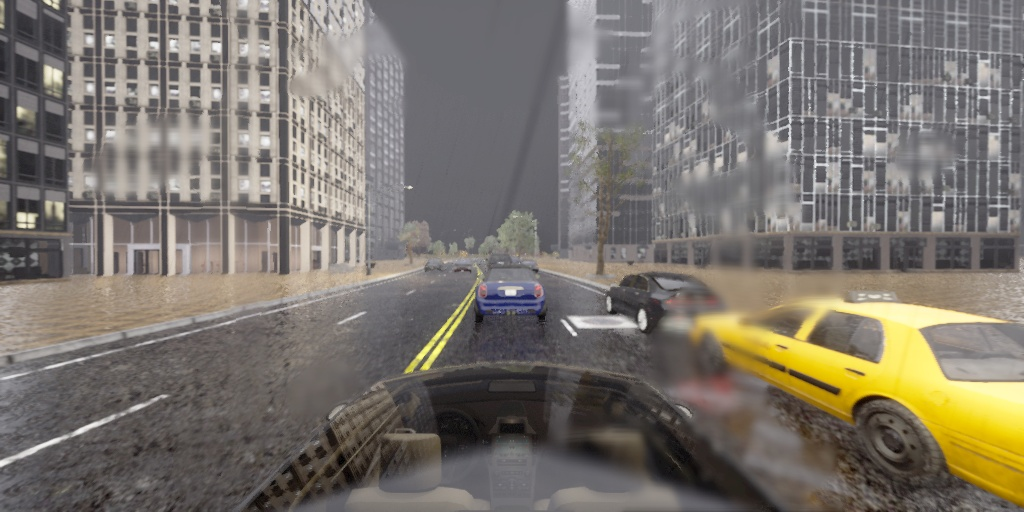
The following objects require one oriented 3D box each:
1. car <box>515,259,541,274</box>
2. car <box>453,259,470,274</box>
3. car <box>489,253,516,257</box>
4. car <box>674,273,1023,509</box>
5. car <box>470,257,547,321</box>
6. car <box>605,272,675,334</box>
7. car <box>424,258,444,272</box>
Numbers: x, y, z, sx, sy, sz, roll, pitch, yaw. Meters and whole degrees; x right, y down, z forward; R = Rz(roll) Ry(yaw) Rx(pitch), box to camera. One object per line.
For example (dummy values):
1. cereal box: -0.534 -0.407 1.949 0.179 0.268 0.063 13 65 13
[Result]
1. car: 1.594 1.072 37.629 2.033 1.411 5.357 0 0 -5
2. car: -5.144 1.069 37.894 2.033 1.411 5.357 0 0 -6
3. car: -1.174 0.779 32.021 2.150 2.045 5.566 0 0 -5
4. car: 4.217 1.190 4.507 1.801 1.575 5.366 0 0 0
5. car: -0.093 1.034 12.202 2.097 1.767 4.553 0 0 -1
6. car: 4.129 1.200 10.411 1.837 1.490 4.892 0 0 -1
7. car: -8.627 1.013 39.974 1.837 1.490 4.892 0 0 -6
